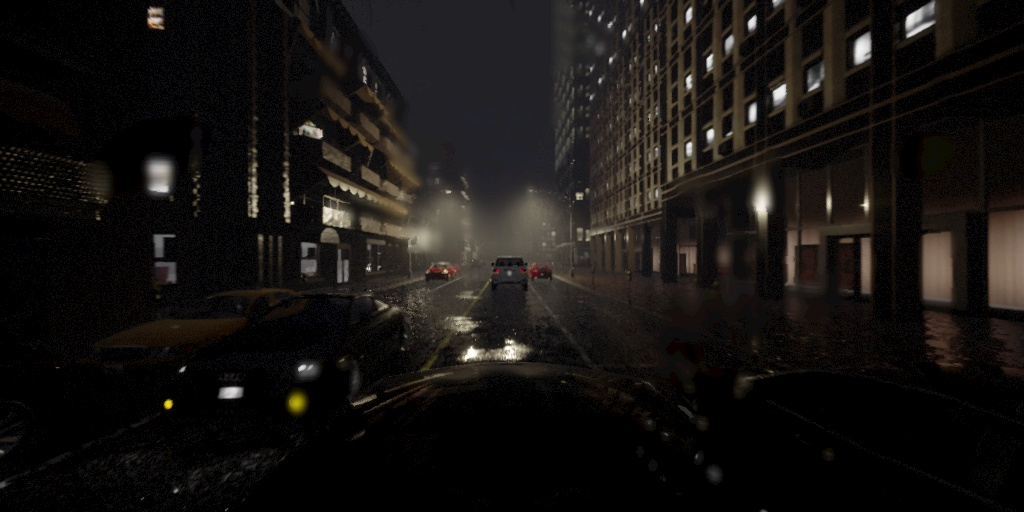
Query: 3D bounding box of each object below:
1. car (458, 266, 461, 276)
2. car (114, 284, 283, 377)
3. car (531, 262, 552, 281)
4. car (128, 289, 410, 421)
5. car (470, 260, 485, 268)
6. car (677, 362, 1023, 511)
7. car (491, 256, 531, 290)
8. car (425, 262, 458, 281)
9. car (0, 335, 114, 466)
[{"bbox_3d":[-6.093,1.404,35.958,1.802,1.307,4.207,0,0,-1],"label":"car"},{"bbox_3d":[-5.746,1.310,7.548,1.751,1.417,4.829,0,0,-1],"label":"car"},{"bbox_3d":[2.356,1.319,30.412,1.888,1.381,4.507,0,0,-1],"label":"car"},{"bbox_3d":[-3.138,1.334,5.968,1.994,1.385,4.181,0,0,-1],"label":"car"},{"bbox_3d":[-6.439,1.421,64.198,2.007,1.370,4.403,0,0,-1],"label":"car"},{"bbox_3d":[2.701,1.303,2.172,1.948,1.339,4.313,0,0,-1],"label":"car"},{"bbox_3d":[-0.150,1.000,22.840,2.150,2.045,5.566,0,0,0],"label":"car"},{"bbox_3d":[-6.024,1.254,30.310,1.967,1.591,4.097,0,0,-1],"label":"car"},{"bbox_3d":[-5.679,1.344,2.069,1.948,1.339,4.313,0,0,-1],"label":"car"}]
